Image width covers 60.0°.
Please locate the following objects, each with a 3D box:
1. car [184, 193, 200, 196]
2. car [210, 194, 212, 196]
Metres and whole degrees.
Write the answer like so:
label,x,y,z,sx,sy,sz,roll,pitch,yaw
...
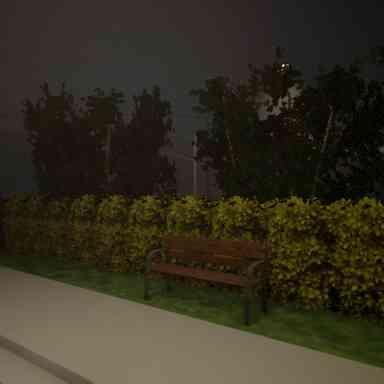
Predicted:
label,x,y,z,sx,sy,sz,roll,pitch,yaw
car,0.364,0.866,68.333,1.895,1.301,4.718,0,1,35
car,5.210,0.721,69.147,1.837,1.490,4.892,0,0,35
